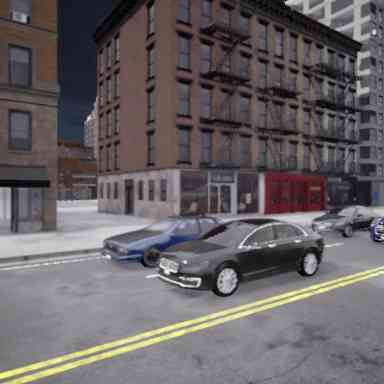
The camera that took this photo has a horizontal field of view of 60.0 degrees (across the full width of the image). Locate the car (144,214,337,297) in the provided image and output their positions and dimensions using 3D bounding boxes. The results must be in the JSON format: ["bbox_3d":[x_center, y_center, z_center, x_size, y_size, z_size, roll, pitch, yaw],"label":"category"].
[{"bbox_3d":[1.446,1.478,8.620,4.892,1.490,1.837,0,0,-35],"label":"car"}]

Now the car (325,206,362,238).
[{"bbox_3d":[8.184,1.450,17.374,4.674,1.442,1.812,0,0,-35],"label":"car"}]

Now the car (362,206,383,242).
[{"bbox_3d":[9.754,1.278,14.503,4.553,1.767,2.097,0,0,-35],"label":"car"}]

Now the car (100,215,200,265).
[{"bbox_3d":[-0.282,1.519,11.369,5.357,1.411,2.033,0,0,-35],"label":"car"}]
